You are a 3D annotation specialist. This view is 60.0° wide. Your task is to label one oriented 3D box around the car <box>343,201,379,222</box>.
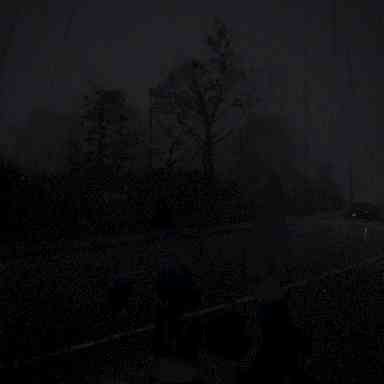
[{"bbox_3d":[13.643,1.490,26.695,1.837,1.490,4.892,0,0,40],"label":"car"}]
